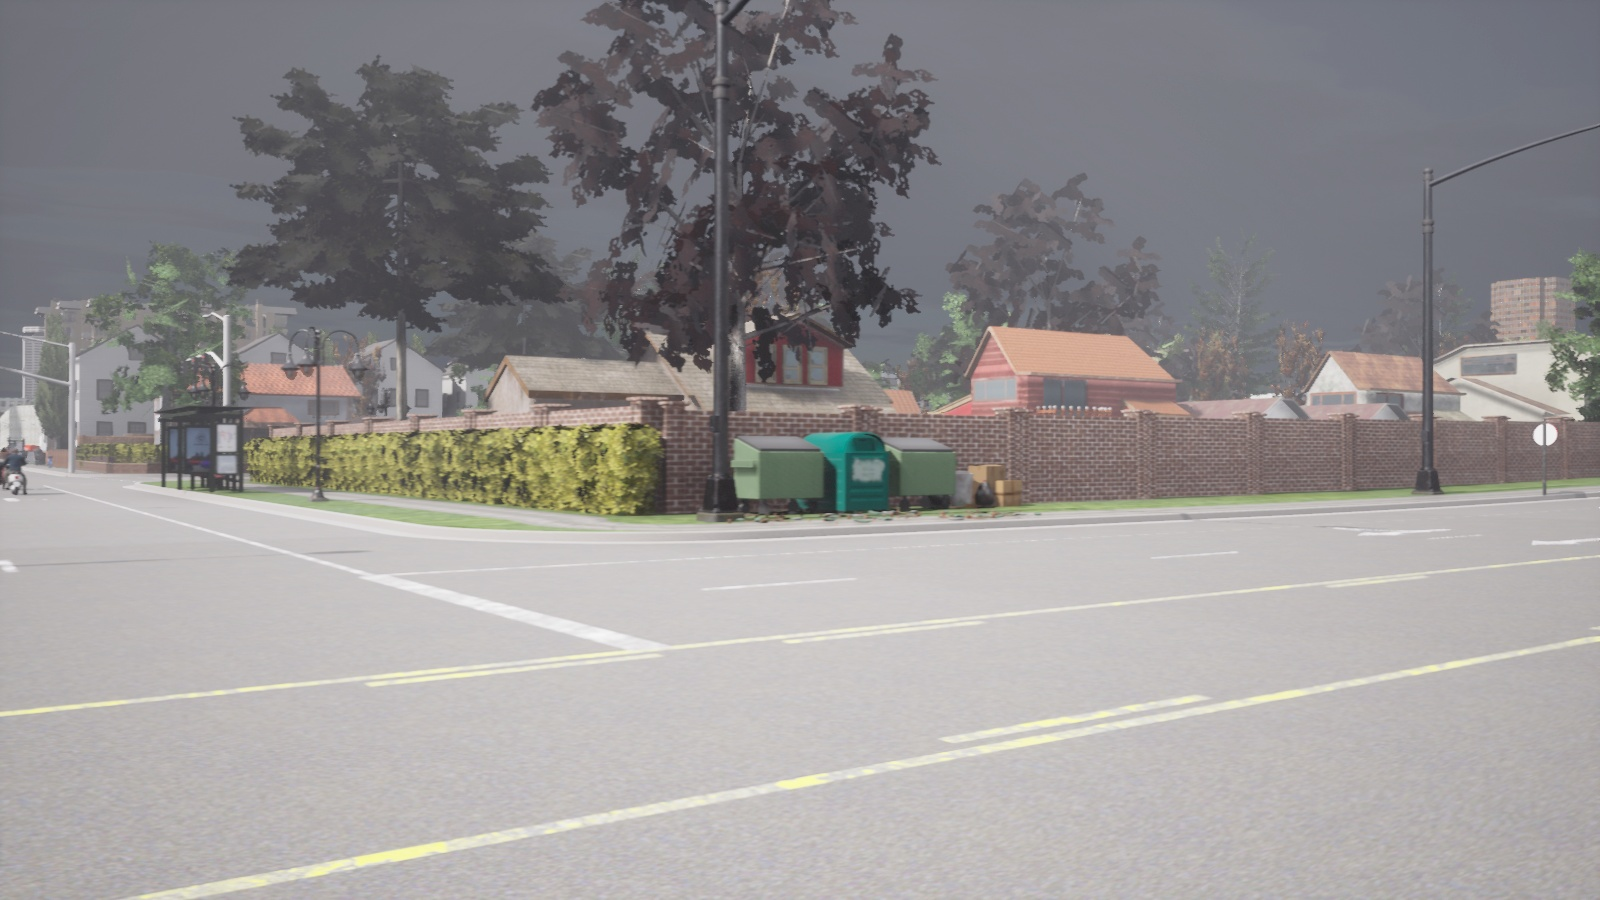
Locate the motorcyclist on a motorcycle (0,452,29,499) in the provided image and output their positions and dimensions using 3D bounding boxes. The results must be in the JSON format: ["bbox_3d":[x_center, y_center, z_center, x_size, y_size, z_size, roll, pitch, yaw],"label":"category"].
[{"bbox_3d":[-26.909,0.860,42.902,0.866,1.590,1.817,0,0,-35],"label":"motorcyclist on a motorcycle"}]
